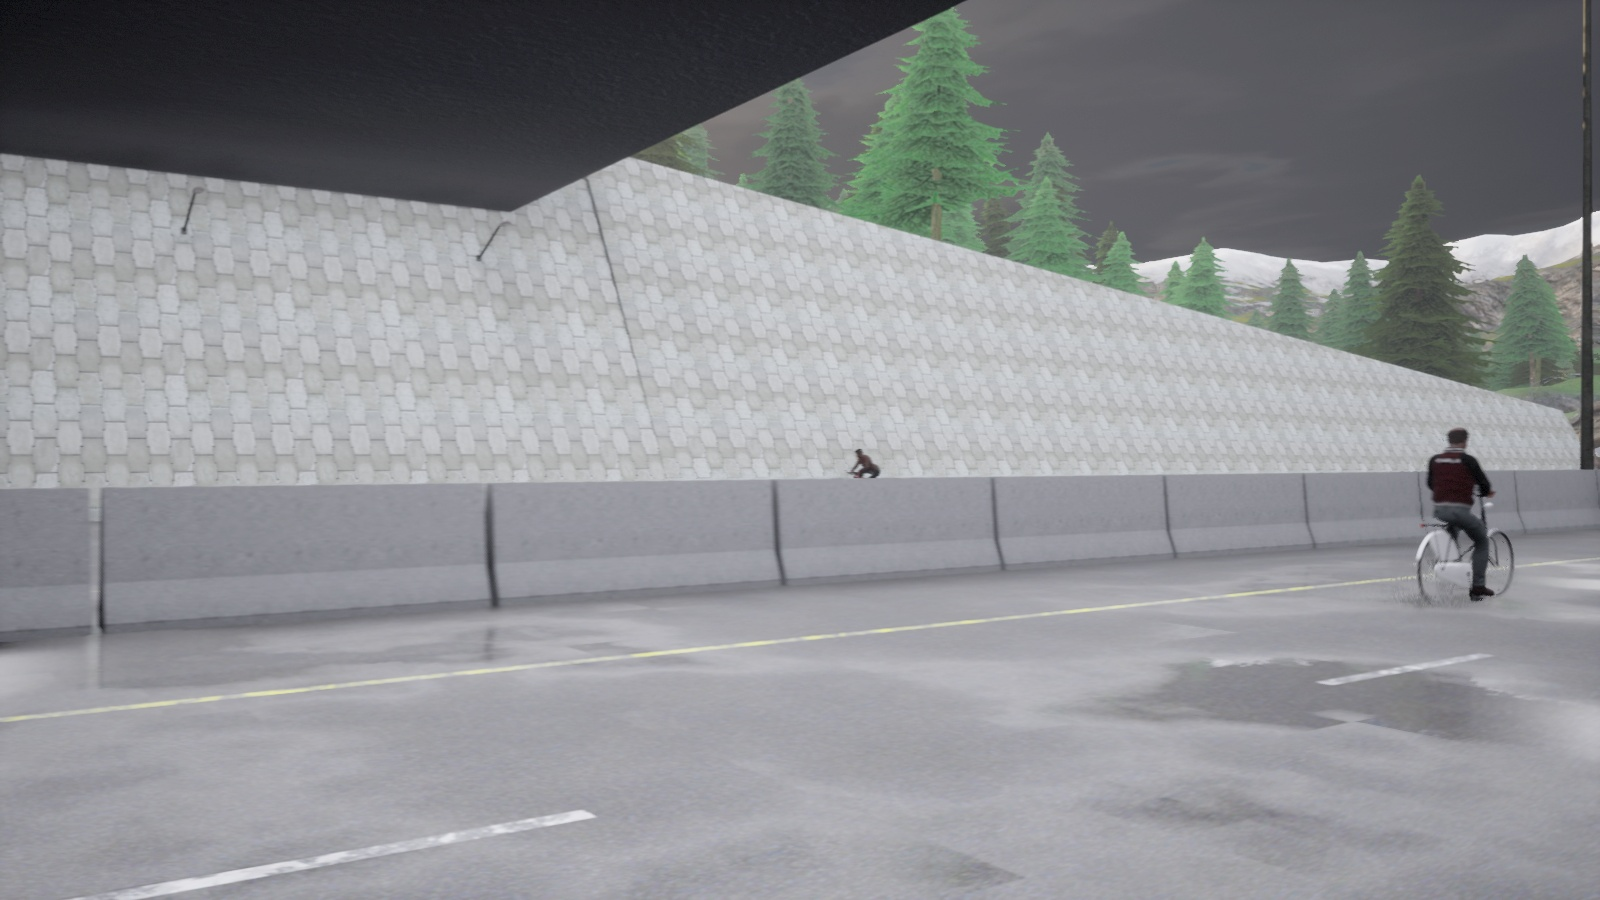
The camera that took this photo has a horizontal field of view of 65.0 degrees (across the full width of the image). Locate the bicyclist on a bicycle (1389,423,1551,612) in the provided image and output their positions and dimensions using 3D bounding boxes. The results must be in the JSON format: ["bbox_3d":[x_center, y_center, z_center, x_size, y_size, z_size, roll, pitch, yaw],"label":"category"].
[{"bbox_3d":[6.746,0.632,12.616,1.843,1.776,0.659,0,0,-35],"label":"bicyclist on a bicycle"}]
